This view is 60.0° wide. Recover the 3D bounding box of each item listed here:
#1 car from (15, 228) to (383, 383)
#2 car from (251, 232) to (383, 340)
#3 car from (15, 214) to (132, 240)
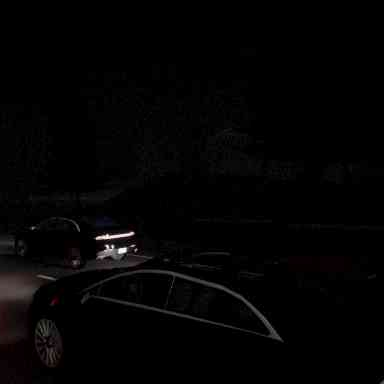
[{"bbox_3d":[-0.078,1.490,4.040,4.902,1.511,2.128,0,0,35],"label":"car"},{"bbox_3d":[3.597,1.601,5.725,4.718,1.301,1.895,0,0,36],"label":"car"},{"bbox_3d":[-3.989,1.477,11.036,4.902,1.511,2.128,0,0,35],"label":"car"}]
